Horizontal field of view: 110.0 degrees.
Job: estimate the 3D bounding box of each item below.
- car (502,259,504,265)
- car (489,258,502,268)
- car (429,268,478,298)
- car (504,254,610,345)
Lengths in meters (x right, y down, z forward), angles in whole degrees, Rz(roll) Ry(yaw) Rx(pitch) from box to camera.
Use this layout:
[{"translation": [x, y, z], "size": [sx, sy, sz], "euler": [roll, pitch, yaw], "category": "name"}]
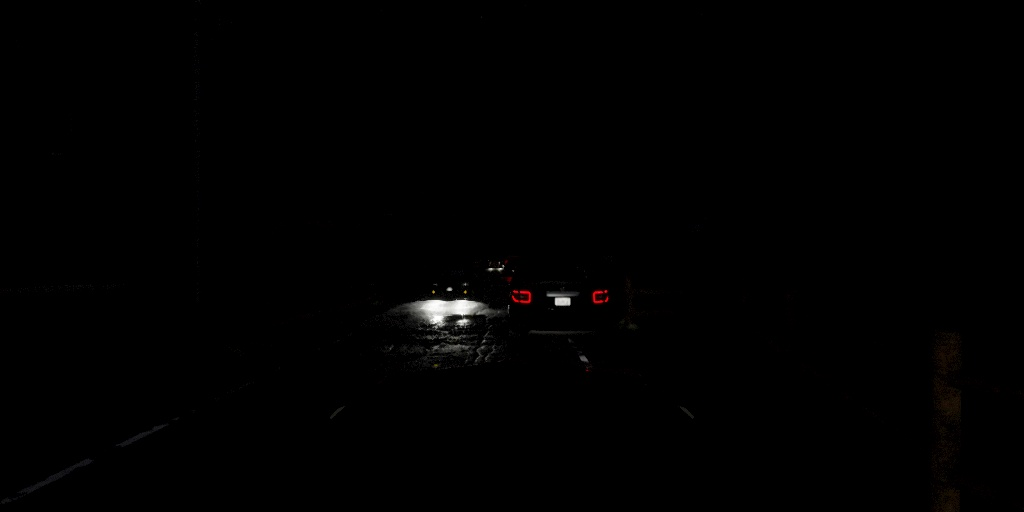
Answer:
[{"translation": [0.136, 1.257, 38.780], "size": [1.837, 1.490, 4.892], "euler": [0, 0, 0], "category": "car"}, {"translation": [-2.742, 1.117, 59.639], "size": [2.097, 1.767, 4.553], "euler": [0, 0, 0], "category": "car"}, {"translation": [-2.821, 1.310, 18.167], "size": [1.994, 1.385, 4.181], "euler": [0, 0, 0], "category": "car"}, {"translation": [0.978, 0.971, 9.582], "size": [2.150, 2.045, 5.566], "euler": [0, 0, 0], "category": "car"}]
